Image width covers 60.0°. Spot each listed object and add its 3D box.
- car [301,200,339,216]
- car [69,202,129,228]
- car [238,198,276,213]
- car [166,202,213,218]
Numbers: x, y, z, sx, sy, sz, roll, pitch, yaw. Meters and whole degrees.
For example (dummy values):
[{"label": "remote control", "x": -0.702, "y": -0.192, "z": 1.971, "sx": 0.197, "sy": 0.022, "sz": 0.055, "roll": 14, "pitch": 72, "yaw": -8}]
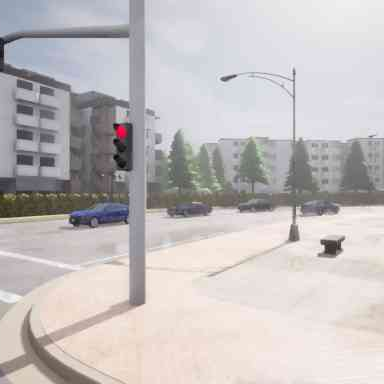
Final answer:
[{"label": "car", "x": 12.668, "y": 1.528, "z": 32.914, "sx": 4.674, "sy": 1.442, "sz": 1.812, "roll": 0, "pitch": 0, "yaw": -36}, {"label": "car", "x": -5.947, "y": 1.483, "z": 22.602, "sx": 1.882, "sy": 1.535, "sz": 5.008, "roll": 0, "pitch": 0, "yaw": 34}, {"label": "car", "x": 7.408, "y": 1.483, "z": 37.848, "sx": 5.008, "sy": 1.535, "sz": 1.882, "roll": 0, "pitch": 0, "yaw": -36}, {"label": "car", "x": -0.188, "y": 1.606, "z": 30.596, "sx": 1.895, "sy": 1.301, "sz": 4.718, "roll": 0, "pitch": 0, "yaw": 39}]
